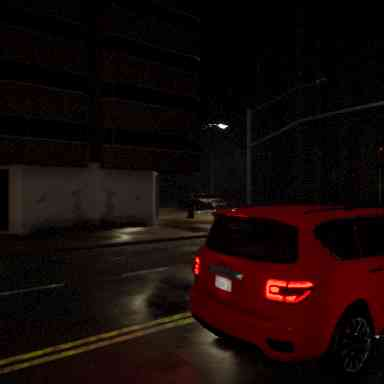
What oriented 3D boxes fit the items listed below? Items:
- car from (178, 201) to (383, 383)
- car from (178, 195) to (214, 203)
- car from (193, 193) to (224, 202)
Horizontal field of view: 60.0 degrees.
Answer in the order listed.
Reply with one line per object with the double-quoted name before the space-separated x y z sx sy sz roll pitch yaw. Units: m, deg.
"car" 2.590 1.221 5.644 5.566 2.045 2.150 0 0 -35
"car" 0.143 1.498 41.519 1.837 1.490 4.892 0 0 -36
"car" 2.078 1.213 44.801 2.150 2.045 5.566 0 0 -36
